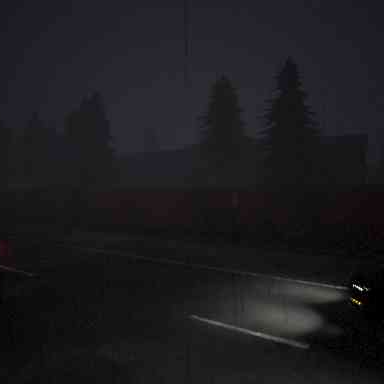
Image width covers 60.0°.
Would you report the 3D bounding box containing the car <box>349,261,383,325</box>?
[{"bbox_3d":[4.947,1.501,4.780,4.892,1.490,1.837,0,0,35],"label":"car"}]
